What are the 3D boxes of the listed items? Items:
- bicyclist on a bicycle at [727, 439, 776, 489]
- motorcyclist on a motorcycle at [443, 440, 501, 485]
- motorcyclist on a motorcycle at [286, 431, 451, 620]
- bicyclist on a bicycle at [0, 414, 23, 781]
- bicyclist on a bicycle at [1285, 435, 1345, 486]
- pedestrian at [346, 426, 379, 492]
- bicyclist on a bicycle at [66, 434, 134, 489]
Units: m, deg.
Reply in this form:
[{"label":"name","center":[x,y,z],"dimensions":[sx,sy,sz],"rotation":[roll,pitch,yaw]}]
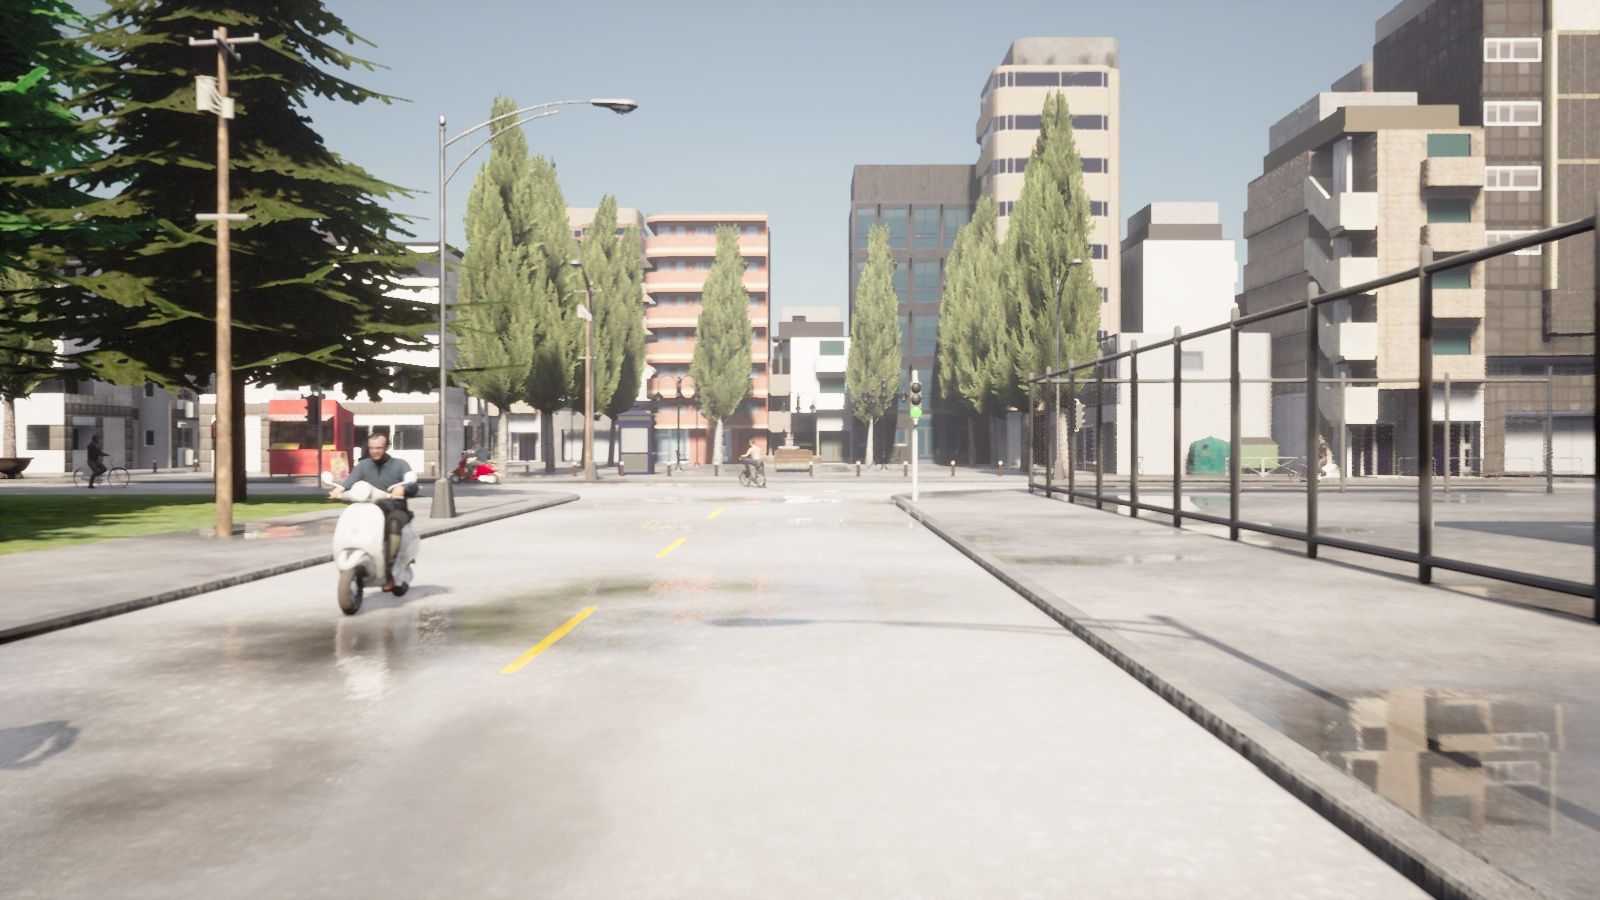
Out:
[{"label":"bicyclist on a bicycle","center":[-1.615,0.447,41.619],"dimensions":[0.866,1.612,1.509],"rotation":[-3,2,-36]},{"label":"motorcyclist on a motorcycle","center":[-11.617,0.440,44.474],"dimensions":[1.817,1.590,0.866],"rotation":[0,0,1]},{"label":"motorcyclist on a motorcycle","center":[-3.890,0.632,11.492],"dimensions":[0.866,1.590,1.817],"rotation":[0,0,0]},{"label":"bicyclist on a bicycle","center":[-3.950,0.652,4.926],"dimensions":[0.866,1.612,1.509],"rotation":[0,0,0]},{"label":"bicyclist on a bicycle","center":[18.167,0.382,44.327],"dimensions":[1.843,1.776,0.659],"rotation":[0,0,0]},{"label":"pedestrian","center":[-12.250,0.248,35.164],"dimensions":[0.694,1.848,0.540],"rotation":[0,0,7]},{"label":"bicyclist on a bicycle","center":[-22.635,0.370,40.610],"dimensions":[1.843,1.776,0.659],"rotation":[0,0,1]}]
